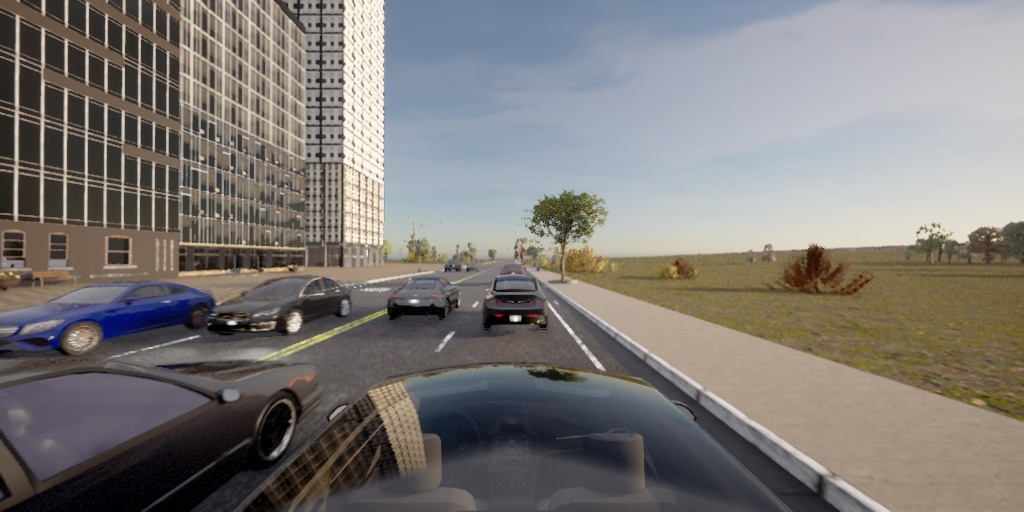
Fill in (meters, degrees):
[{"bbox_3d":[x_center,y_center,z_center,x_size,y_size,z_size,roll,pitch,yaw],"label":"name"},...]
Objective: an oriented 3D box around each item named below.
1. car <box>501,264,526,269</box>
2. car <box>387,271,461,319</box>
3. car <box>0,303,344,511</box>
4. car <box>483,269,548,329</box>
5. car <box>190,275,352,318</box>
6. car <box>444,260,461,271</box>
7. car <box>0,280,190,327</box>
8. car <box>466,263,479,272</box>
[{"bbox_3d":[0.102,1.411,29.816,2.097,1.767,4.553,0,-1,0],"label":"car"},{"bbox_3d":[-3.148,1.445,13.517,1.994,1.385,4.181,0,-1,0],"label":"car"},{"bbox_3d":[-3.150,1.298,1.821,2.033,1.411,5.357,0,-1,0],"label":"car"},{"bbox_3d":[0.103,1.367,11.717,1.837,1.490,4.892,0,0,0],"label":"car"},{"bbox_3d":[-6.600,1.356,10.878,1.837,1.490,4.892,0,-1,0],"label":"car"},{"bbox_3d":[-9.748,1.609,59.520,2.150,2.045,5.566,0,-1,0],"label":"car"},{"bbox_3d":[-9.837,1.356,9.017,1.812,1.442,4.674,0,-1,0],"label":"car"},{"bbox_3d":[-6.500,1.894,59.392,1.837,1.490,4.892,0,-1,0],"label":"car"}]
